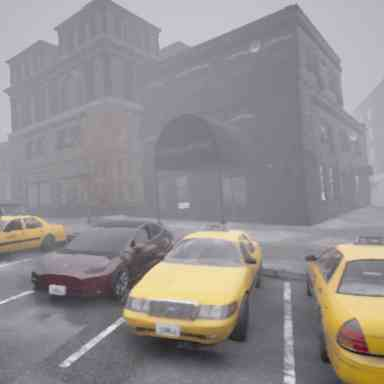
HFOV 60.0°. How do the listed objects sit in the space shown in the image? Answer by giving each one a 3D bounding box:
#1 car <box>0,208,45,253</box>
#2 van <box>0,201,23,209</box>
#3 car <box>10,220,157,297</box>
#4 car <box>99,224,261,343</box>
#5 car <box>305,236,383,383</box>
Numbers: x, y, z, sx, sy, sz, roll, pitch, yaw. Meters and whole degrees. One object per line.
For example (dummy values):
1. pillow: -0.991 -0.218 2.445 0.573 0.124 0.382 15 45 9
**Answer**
1. car: -6.880 1.550 12.150 1.946 1.575 5.366 0 -1 16
2. van: -9.291 1.356 13.967 1.878 1.987 4.442 0 -1 16
3. car: -1.976 1.545 8.810 2.163 1.488 4.792 0 -1 16
4. car: 0.413 1.497 6.922 1.946 1.575 5.366 0 -1 16
5. car: 2.946 1.499 5.539 1.946 1.575 5.366 0 -1 16
